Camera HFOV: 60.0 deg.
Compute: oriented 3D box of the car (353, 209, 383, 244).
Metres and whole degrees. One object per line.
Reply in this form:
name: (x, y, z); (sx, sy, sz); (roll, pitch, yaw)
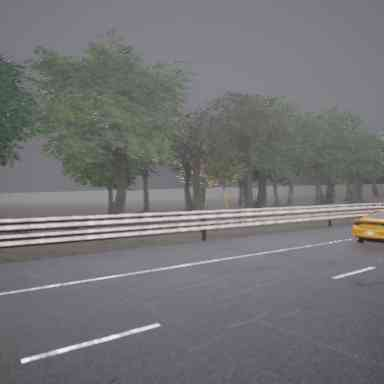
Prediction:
car: (8.994, 1.455, 14.463); (5.008, 1.535, 1.882); (0, 0, -35)
